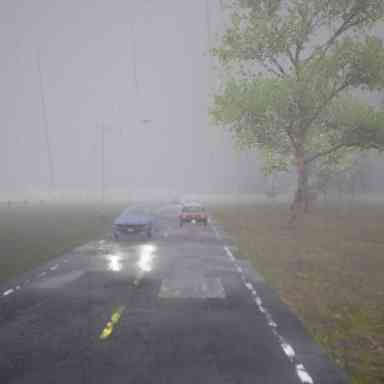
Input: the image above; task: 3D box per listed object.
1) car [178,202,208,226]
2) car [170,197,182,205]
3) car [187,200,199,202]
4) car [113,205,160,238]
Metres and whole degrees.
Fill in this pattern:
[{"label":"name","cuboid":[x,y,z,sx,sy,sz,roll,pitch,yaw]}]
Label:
[{"label":"car","cuboid":[0.099,1.631,23.876,1.895,1.301,4.718,0,0,0]},{"label":"car","cuboid":[-2.791,1.606,58.545,2.033,1.411,5.357,0,0,1]},{"label":"car","cuboid":[0.090,1.649,42.363,1.895,1.301,4.718,0,0,0]},{"label":"car","cuboid":[-2.850,1.501,17.882,1.882,1.535,5.008,0,0,0]}]
